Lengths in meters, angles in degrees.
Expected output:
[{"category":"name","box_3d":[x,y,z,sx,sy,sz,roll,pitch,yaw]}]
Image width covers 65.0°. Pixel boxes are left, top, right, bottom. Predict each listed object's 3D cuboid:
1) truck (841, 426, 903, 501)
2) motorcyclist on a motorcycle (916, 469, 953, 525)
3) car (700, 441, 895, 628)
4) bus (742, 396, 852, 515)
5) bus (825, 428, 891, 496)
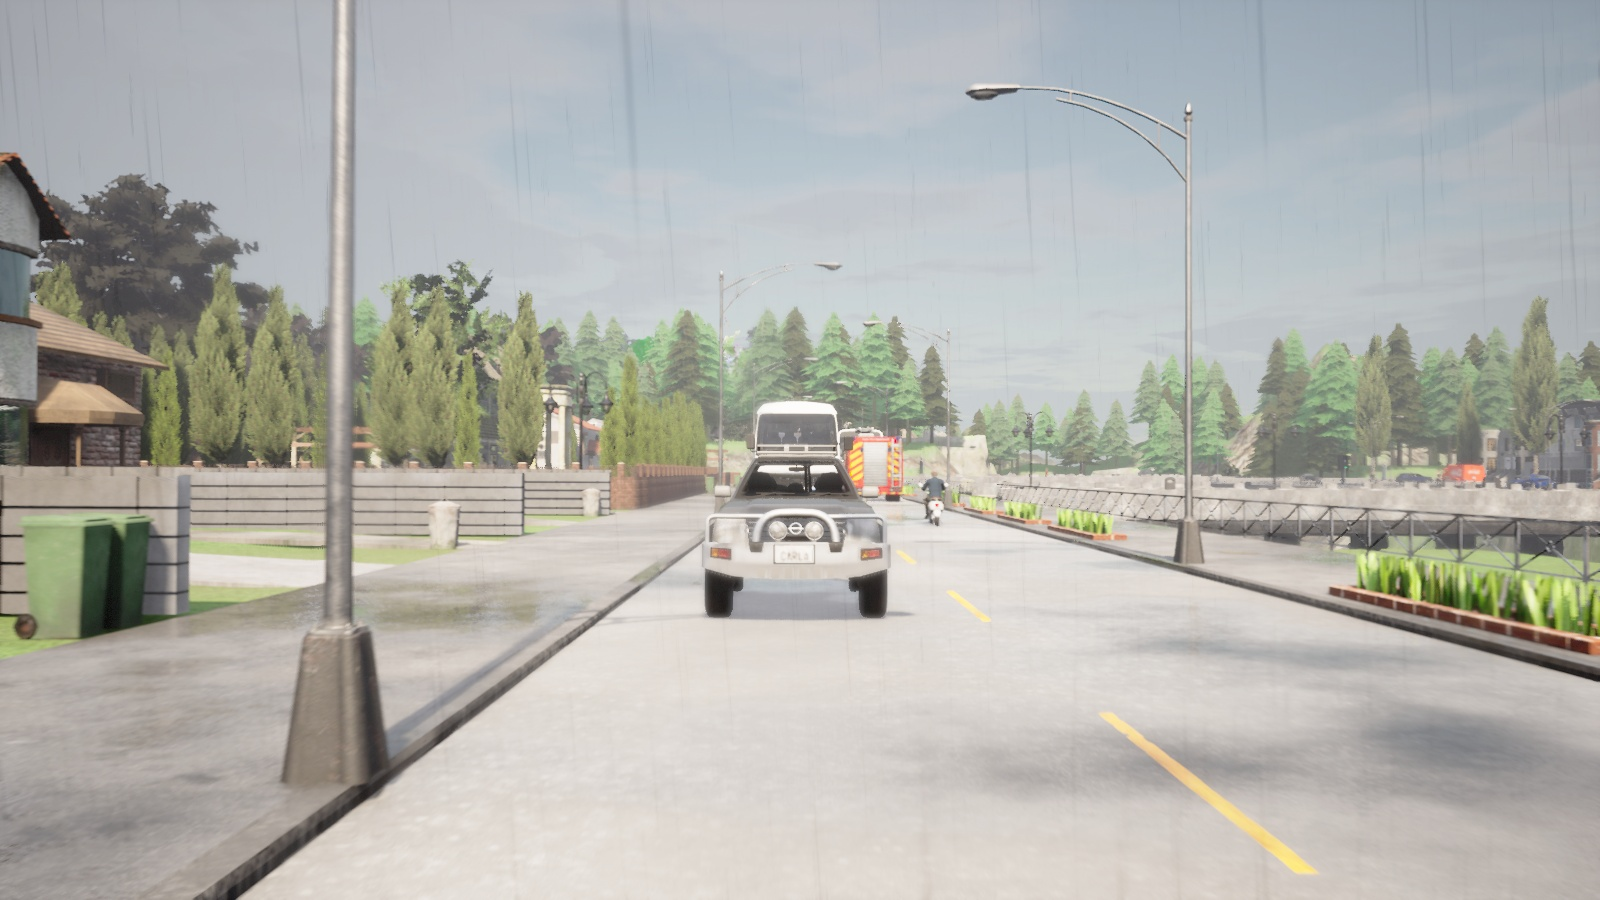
[{"category":"truck","box_3d":[3.835,0.783,68.582,2.891,3.827,8.468,0,-1,0]},{"category":"motorcyclist on a motorcycle","box_3d":[3.914,1.367,36.697,0.866,1.590,1.817,0,-1,0]},{"category":"car","box_3d":[-0.036,0.879,14.783,1.932,1.855,4.605,0,-1,0]},{"category":"bus","box_3d":[-0.124,0.284,50.517,3.944,4.253,10.273,0,-1,0]},{"category":"bus","box_3d":[3.796,0.844,84.893,3.944,4.253,10.273,0,-1,0]}]
